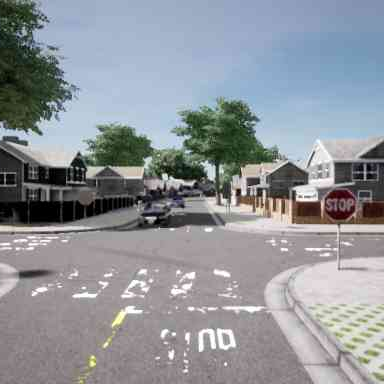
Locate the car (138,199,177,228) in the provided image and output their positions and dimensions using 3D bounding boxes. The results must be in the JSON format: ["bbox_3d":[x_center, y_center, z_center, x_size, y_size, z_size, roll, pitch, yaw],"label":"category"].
[{"bbox_3d":[-2.407,1.492,22.360,2.128,1.511,4.902,0,0,1],"label":"car"}]

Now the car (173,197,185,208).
[{"bbox_3d":[-2.022,1.509,47.191,1.812,1.442,4.674,0,0,1],"label":"car"}]
